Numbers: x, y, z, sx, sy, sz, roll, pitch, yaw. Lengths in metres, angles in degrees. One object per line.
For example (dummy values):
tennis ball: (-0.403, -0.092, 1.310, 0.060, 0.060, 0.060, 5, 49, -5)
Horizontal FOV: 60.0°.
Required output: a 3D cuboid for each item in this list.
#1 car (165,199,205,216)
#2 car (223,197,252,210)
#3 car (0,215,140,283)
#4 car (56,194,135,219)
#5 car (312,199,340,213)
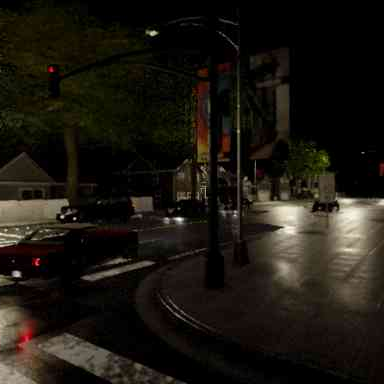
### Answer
car: (-0.528, 1.418, 31.094, 1.812, 1.442, 4.674, 0, 0, 36)
car: (5.526, 1.336, 39.536, 1.837, 1.490, 4.892, 0, 0, 35)
car: (-3.343, 1.579, 9.743, 1.895, 1.301, 4.718, 0, 0, 18)
car: (-6.433, 1.176, 22.849, 2.150, 2.045, 5.566, 0, 0, 36)
car: (13.531, 1.329, 33.647, 1.812, 1.442, 4.674, 0, 0, 36)
